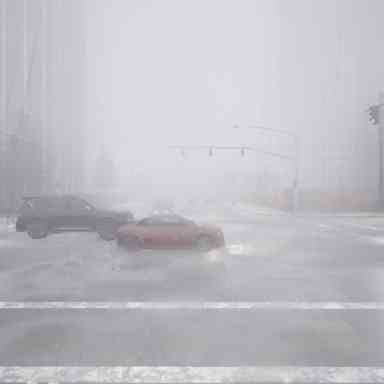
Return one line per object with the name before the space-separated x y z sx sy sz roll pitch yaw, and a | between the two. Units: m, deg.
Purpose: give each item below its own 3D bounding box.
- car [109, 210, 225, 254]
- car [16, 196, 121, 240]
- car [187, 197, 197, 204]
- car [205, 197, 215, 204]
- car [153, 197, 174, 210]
car | -0.824 1.564 13.039 4.181 1.385 1.994 0 0 -1
car | -5.655 1.223 16.463 5.566 2.045 2.150 0 0 -1
car | 0.019 1.564 64.973 1.994 1.385 4.181 0 0 0
car | 3.519 1.601 65.002 1.895 1.301 4.718 0 0 0
car | -3.587 1.564 40.774 1.994 1.385 4.181 0 0 0
